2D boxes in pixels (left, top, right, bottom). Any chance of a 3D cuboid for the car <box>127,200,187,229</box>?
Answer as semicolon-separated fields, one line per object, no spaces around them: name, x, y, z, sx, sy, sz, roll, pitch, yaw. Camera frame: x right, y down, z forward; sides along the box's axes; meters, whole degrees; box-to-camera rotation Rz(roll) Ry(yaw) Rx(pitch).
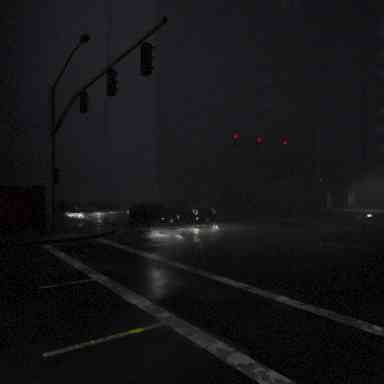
car;-2.651;1.501;22.009;1.837;1.490;4.892;0;0;-36

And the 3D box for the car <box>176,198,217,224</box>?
car;-0.219;1.347;24.622;2.097;1.767;4.553;0;0;-36

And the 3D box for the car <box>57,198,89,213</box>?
car;-13.767;1.488;37.458;2.128;1.511;4.902;0;0;-36

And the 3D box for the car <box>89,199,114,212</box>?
car;-10.921;1.521;39.507;1.812;1.442;4.674;0;0;-36
